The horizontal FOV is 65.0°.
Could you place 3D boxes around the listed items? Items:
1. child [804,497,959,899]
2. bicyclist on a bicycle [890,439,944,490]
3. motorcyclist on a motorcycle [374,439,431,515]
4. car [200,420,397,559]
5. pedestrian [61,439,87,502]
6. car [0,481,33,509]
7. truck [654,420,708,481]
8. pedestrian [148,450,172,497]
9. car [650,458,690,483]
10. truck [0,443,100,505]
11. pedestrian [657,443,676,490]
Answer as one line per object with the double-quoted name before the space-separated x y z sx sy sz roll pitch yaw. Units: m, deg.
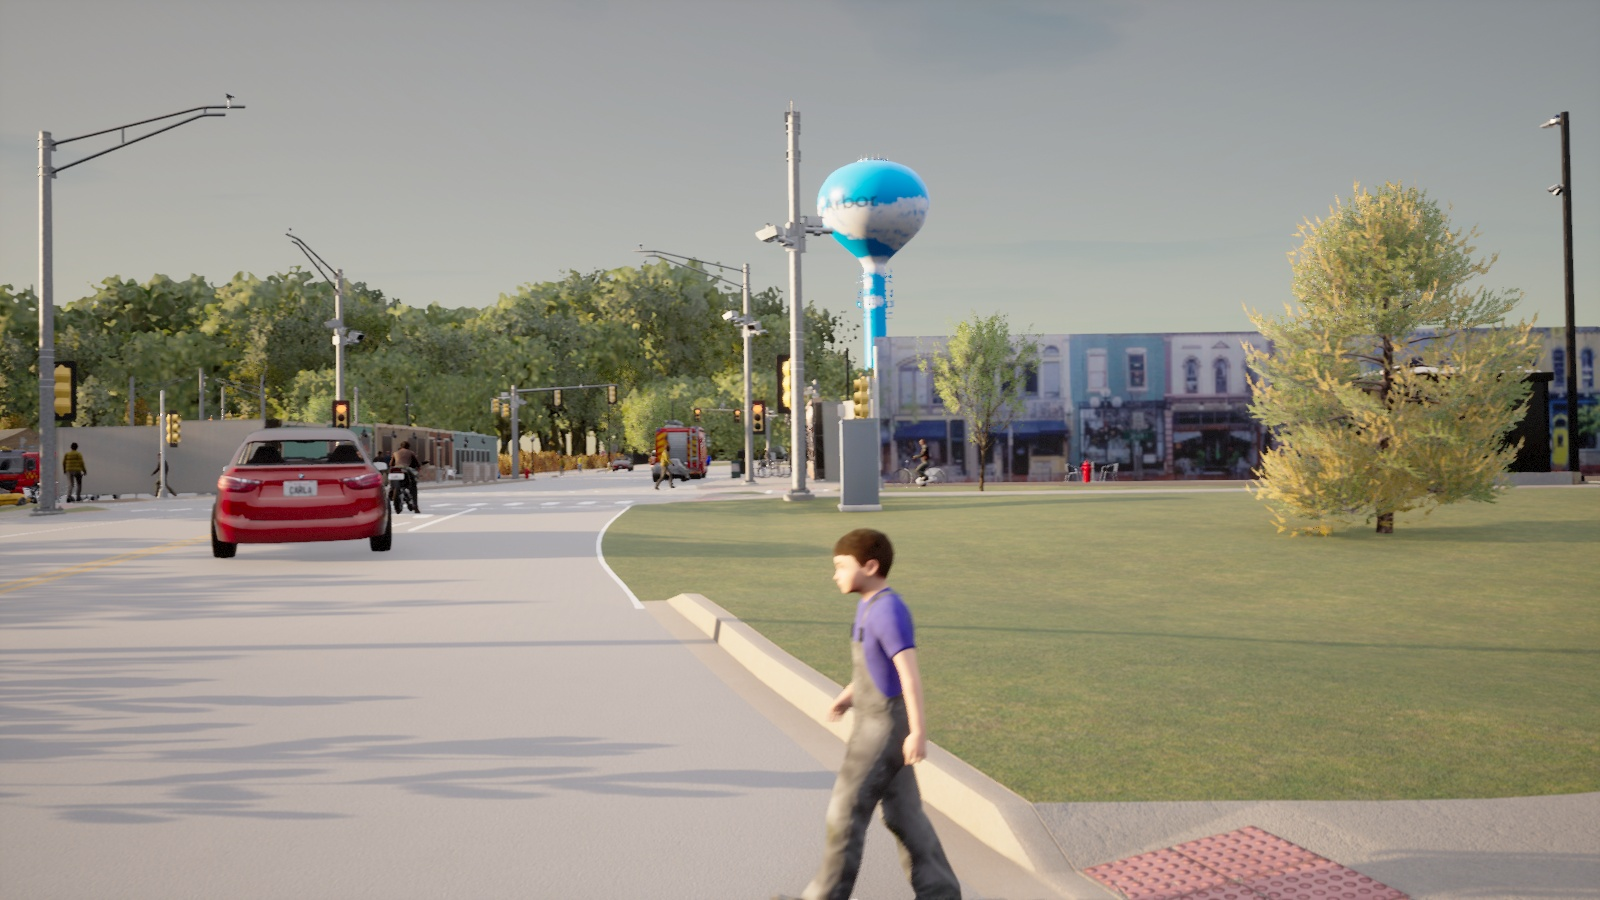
"child" 0.243 0.783 3.866 0.437 1.263 0.270 -1 -1 -2
"bicyclist on a bicycle" 4.080 0.511 43.905 1.843 1.776 0.659 0 -1 4
"motorcyclist on a motorcycle" -8.345 0.560 26.437 0.797 1.523 2.044 -1 0 -7
"car" -6.975 0.446 17.699 2.242 1.667 4.611 -1 1 -20
"pedestrian" -21.408 0.595 37.014 0.431 1.840 0.709 -1 -1 -9
"car" -48.202 2.730 74.407 1.801 1.575 5.366 0 1 6
"truck" -7.862 0.032 83.747 2.891 3.827 8.468 -1 0 -1
"pedestrian" -25.182 0.935 49.414 0.703 1.840 0.431 -1 -1 -9
"car" -7.630 1.189 73.843 1.994 1.385 4.181 -1 0 -1
"truck" -51.083 1.521 84.471 2.891 3.827 8.468 -1 1 3
"pedestrian" -5.241 0.638 49.234 0.726 1.835 0.370 -1 -1 -5
